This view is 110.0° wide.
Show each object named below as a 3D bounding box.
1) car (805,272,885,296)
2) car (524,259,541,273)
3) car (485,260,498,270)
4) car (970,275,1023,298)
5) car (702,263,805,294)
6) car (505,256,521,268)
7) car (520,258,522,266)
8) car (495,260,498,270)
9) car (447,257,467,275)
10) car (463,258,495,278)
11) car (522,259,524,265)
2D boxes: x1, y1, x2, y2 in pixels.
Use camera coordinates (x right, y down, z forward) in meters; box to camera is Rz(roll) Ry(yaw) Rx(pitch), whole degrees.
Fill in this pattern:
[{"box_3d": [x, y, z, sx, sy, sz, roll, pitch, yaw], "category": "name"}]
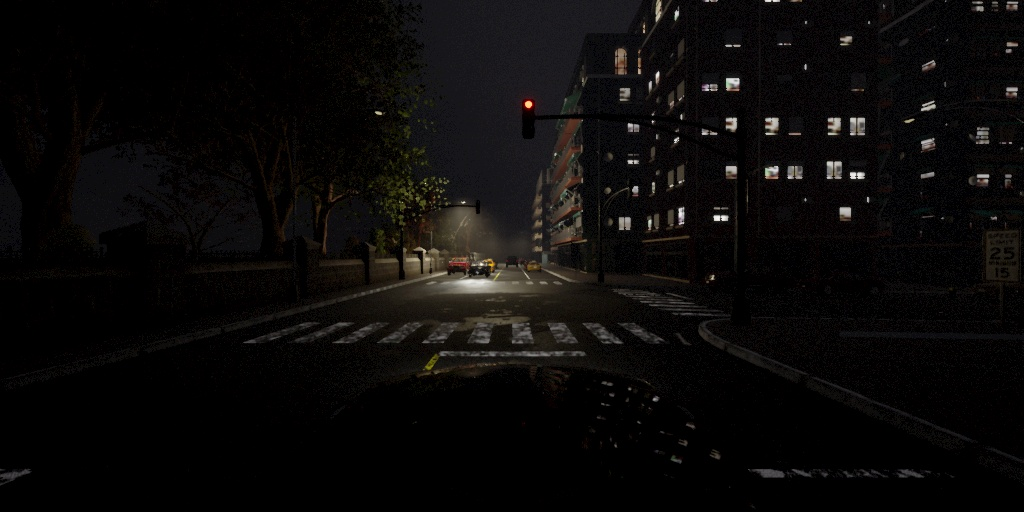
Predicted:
[{"box_3d": [20.302, 1.671, 22.202, 4.507, 1.381, 1.888, 0, 0, 0], "category": "car"}, {"box_3d": [2.707, 1.283, 44.481, 1.751, 1.417, 4.829, 0, 0, 0], "category": "car"}, {"box_3d": [-3.068, 1.290, 54.398, 1.812, 1.442, 4.674, 0, 0, 0], "category": "car"}, {"box_3d": [31.523, 1.857, 22.233, 4.829, 1.417, 1.751, 0, 0, 0], "category": "car"}, {"box_3d": [14.607, 1.338, 22.186, 5.009, 1.841, 2.192, 0, 0, 0], "category": "car"}, {"box_3d": [0.025, 0.993, 63.707, 2.150, 2.045, 5.566, 0, 0, 0], "category": "car"}, {"box_3d": [2.711, 1.316, 55.382, 2.007, 1.370, 4.403, 0, 0, 0], "category": "car"}, {"box_3d": [-3.074, 1.235, 44.219, 1.882, 1.535, 5.008, 0, 0, 0], "category": "car"}, {"box_3d": [-5.675, 1.069, 38.778, 2.192, 1.841, 5.009, 0, 0, 0], "category": "car"}, {"box_3d": [-3.074, 1.245, 34.718, 2.128, 1.511, 4.902, 0, 0, 0], "category": "car"}, {"box_3d": [2.709, 1.306, 49.846, 1.888, 1.381, 4.507, 0, 0, 0], "category": "car"}]
